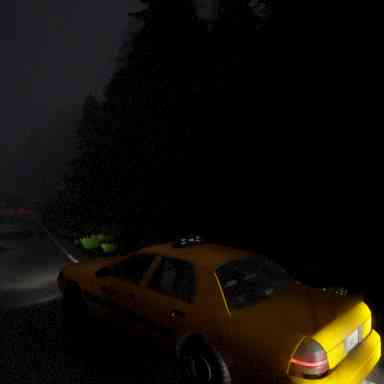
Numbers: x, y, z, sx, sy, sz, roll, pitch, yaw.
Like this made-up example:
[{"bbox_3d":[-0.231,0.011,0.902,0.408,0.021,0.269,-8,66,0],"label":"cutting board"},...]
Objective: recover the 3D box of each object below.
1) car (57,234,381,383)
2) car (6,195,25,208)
[{"bbox_3d":[-0.251,1.418,5.074,5.366,1.575,1.801,1,1,44],"label":"car"},{"bbox_3d":[-21.163,1.058,40.033,2.128,1.511,4.902,-2,2,-27],"label":"car"}]
